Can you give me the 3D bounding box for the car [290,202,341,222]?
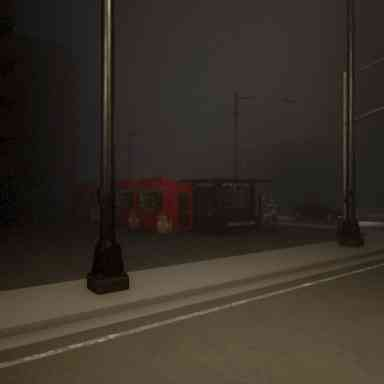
[{"bbox_3d":[10.484,1.612,27.571,1.837,1.490,4.892,0,-1,-36],"label":"car"}]
